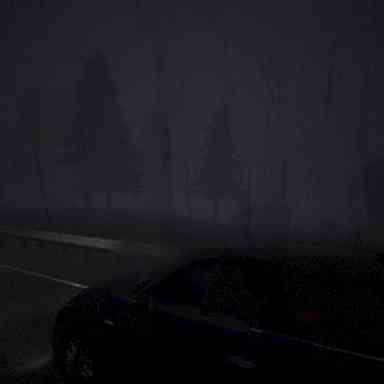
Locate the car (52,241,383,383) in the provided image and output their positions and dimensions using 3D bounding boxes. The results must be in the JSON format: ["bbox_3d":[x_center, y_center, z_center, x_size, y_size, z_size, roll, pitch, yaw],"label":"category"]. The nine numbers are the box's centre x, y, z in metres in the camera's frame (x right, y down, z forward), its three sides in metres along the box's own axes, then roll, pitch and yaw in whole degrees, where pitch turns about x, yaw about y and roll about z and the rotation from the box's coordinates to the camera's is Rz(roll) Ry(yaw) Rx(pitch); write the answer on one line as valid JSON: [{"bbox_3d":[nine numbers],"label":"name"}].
[{"bbox_3d":[0.502,1.349,3.637,4.553,1.767,2.097,0,0,35],"label":"car"}]
